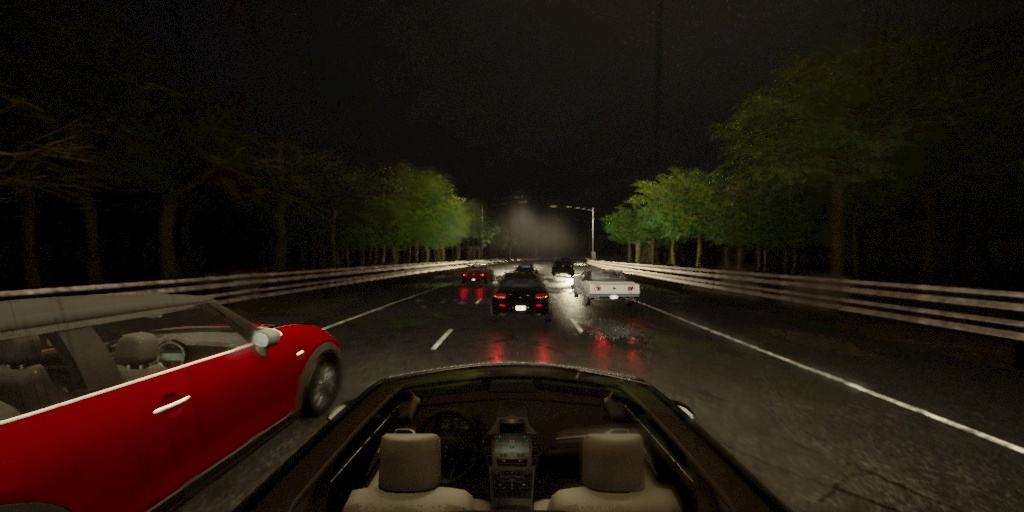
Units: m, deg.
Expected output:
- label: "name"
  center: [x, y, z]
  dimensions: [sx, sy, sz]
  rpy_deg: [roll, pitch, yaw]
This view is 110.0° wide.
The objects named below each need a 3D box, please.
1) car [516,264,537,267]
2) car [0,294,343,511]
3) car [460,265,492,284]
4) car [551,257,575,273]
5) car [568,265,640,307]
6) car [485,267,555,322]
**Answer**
- label: "car"
  center: [1.173, 1.319, 29.477]
  dimensions: [1.994, 1.385, 4.181]
  rpy_deg: [0, 0, 4]
- label: "car"
  center: [-3.356, 1.099, 3.044]
  dimensions: [2.097, 1.767, 4.553]
  rpy_deg: [0, 0, 0]
- label: "car"
  center: [-2.516, 1.353, 27.067]
  dimensions: [1.895, 1.301, 4.718]
  rpy_deg: [0, 0, 4]
- label: "car"
  center: [5.106, 0.973, 36.582]
  dimensions: [2.097, 1.767, 4.553]
  rpy_deg: [0, 0, 5]
- label: "car"
  center: [3.749, 1.211, 15.158]
  dimensions: [1.895, 1.301, 4.718]
  rpy_deg: [0, 0, 2]
- label: "car"
  center: [0.299, 1.279, 12.260]
  dimensions: [1.812, 1.442, 4.674]
  rpy_deg: [0, 0, 1]
